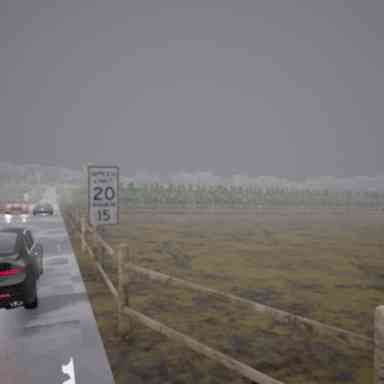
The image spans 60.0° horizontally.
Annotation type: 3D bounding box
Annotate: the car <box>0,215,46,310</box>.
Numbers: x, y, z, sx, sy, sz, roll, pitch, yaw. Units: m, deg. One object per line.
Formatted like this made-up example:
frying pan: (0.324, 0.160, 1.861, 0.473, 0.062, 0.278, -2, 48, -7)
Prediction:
car: (-4.398, 1.518, 7.452, 1.837, 1.490, 4.892, 0, 0, -22)

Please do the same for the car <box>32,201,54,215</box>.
car: (-16.236, 1.803, 36.290, 1.994, 1.385, 4.181, 0, -1, -22)

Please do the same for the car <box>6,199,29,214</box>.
car: (-20.386, 1.651, 38.987, 2.097, 1.767, 4.553, 0, -1, -22)

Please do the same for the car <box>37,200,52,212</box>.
car: (-20.059, 1.904, 45.405, 1.812, 1.442, 4.674, 0, -1, -22)
